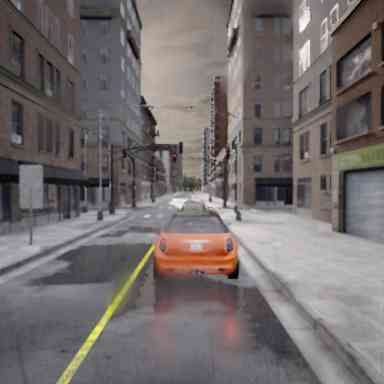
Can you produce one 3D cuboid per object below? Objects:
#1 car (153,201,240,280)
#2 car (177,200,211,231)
[{"bbox_3d":[0.095,1.269,9.837,2.097,1.767,4.553,0,1,0],"label":"car"},{"bbox_3d":[0.097,1.332,20.451,1.837,1.490,4.892,0,0,0],"label":"car"}]
